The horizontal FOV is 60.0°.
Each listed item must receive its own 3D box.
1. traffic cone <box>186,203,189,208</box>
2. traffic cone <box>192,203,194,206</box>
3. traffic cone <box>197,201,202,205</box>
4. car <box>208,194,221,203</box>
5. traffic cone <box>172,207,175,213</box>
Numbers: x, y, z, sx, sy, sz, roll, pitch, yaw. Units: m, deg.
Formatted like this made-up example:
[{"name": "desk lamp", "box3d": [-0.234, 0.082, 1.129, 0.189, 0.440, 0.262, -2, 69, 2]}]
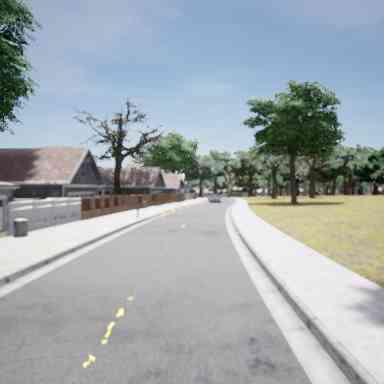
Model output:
[{"name": "traffic cone", "box3d": [-0.596, 1.779, 43.759, 0.340, 0.580, 0.340, 0, 0, 8]}, {"name": "traffic cone", "box3d": [0.173, 1.760, 48.740, 0.340, 0.580, 0.340, 0, 0, 9]}, {"name": "traffic cone", "box3d": [1.022, 1.745, 53.704, 0.340, 0.580, 0.340, 0, 0, 10]}, {"name": "car", "box3d": [4.154, 1.135, 60.786, 2.097, 1.767, 4.553, 0, 0, 9]}, {"name": "traffic cone", "box3d": [-1.892, 1.818, 33.762, 0.340, 0.580, 0.340, 0, 0, 6]}]
